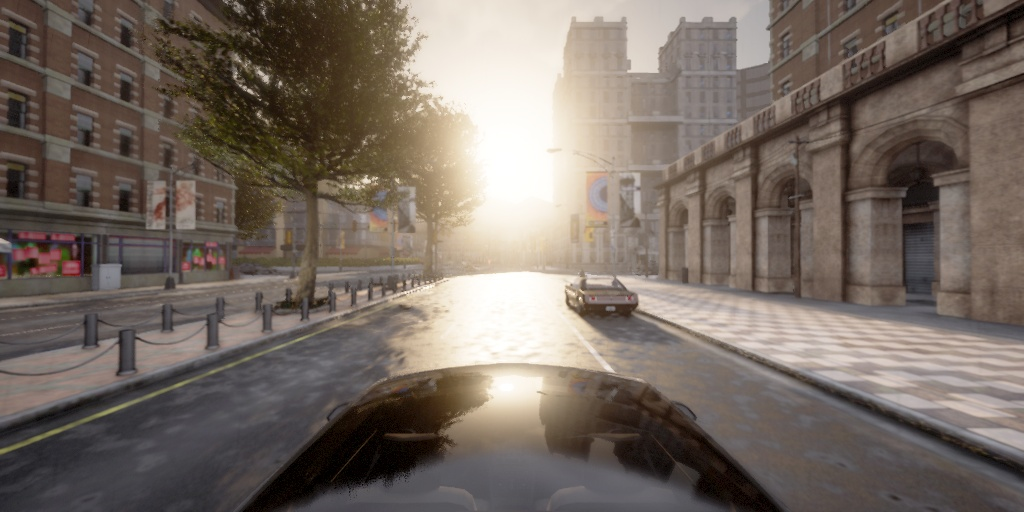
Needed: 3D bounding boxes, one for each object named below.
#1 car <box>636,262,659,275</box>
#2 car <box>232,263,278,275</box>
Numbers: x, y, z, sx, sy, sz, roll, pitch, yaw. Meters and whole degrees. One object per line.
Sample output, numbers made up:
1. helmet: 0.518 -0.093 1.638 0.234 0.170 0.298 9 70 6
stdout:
1. car: 17.747 1.515 44.046 4.902 1.511 2.128 0 -1 0
2. car: -31.692 1.529 43.741 5.357 1.411 2.033 0 -1 0
